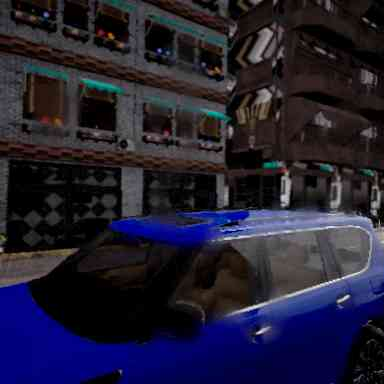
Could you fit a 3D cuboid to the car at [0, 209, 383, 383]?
[{"bbox_3d":[-0.031,1.242,3.359,5.566,2.045,2.150,1,0,-36],"label":"car"}]
